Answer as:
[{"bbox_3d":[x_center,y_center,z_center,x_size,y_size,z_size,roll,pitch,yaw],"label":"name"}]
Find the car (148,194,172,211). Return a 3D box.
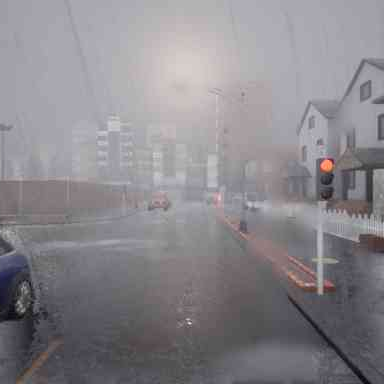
[{"bbox_3d":[-4.079,1.221,41.202,2.150,2.045,5.566,0,0,0],"label":"car"}]

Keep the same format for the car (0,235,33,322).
[{"bbox_3d":[-4.011,1.352,4.246,2.097,1.767,4.553,0,0,1],"label":"car"}]
